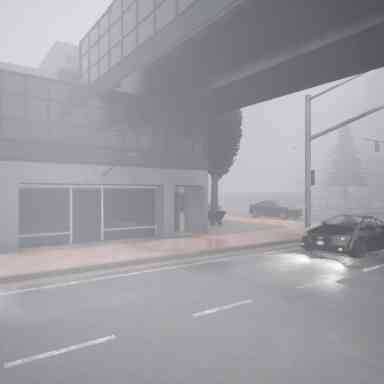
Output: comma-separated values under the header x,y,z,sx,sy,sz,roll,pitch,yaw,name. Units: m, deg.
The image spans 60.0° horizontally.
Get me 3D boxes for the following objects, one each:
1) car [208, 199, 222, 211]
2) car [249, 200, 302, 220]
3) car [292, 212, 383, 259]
x,y,z,sx,sy,sz,roll,pitch,yaw,name
1.274,1.478,36.860,1.882,1.535,5.008,0,0,-36,car
7.144,1.478,28.707,1.882,1.535,5.008,0,0,-36,car
6.035,1.564,12.624,4.181,1.385,1.994,0,0,-36,car
